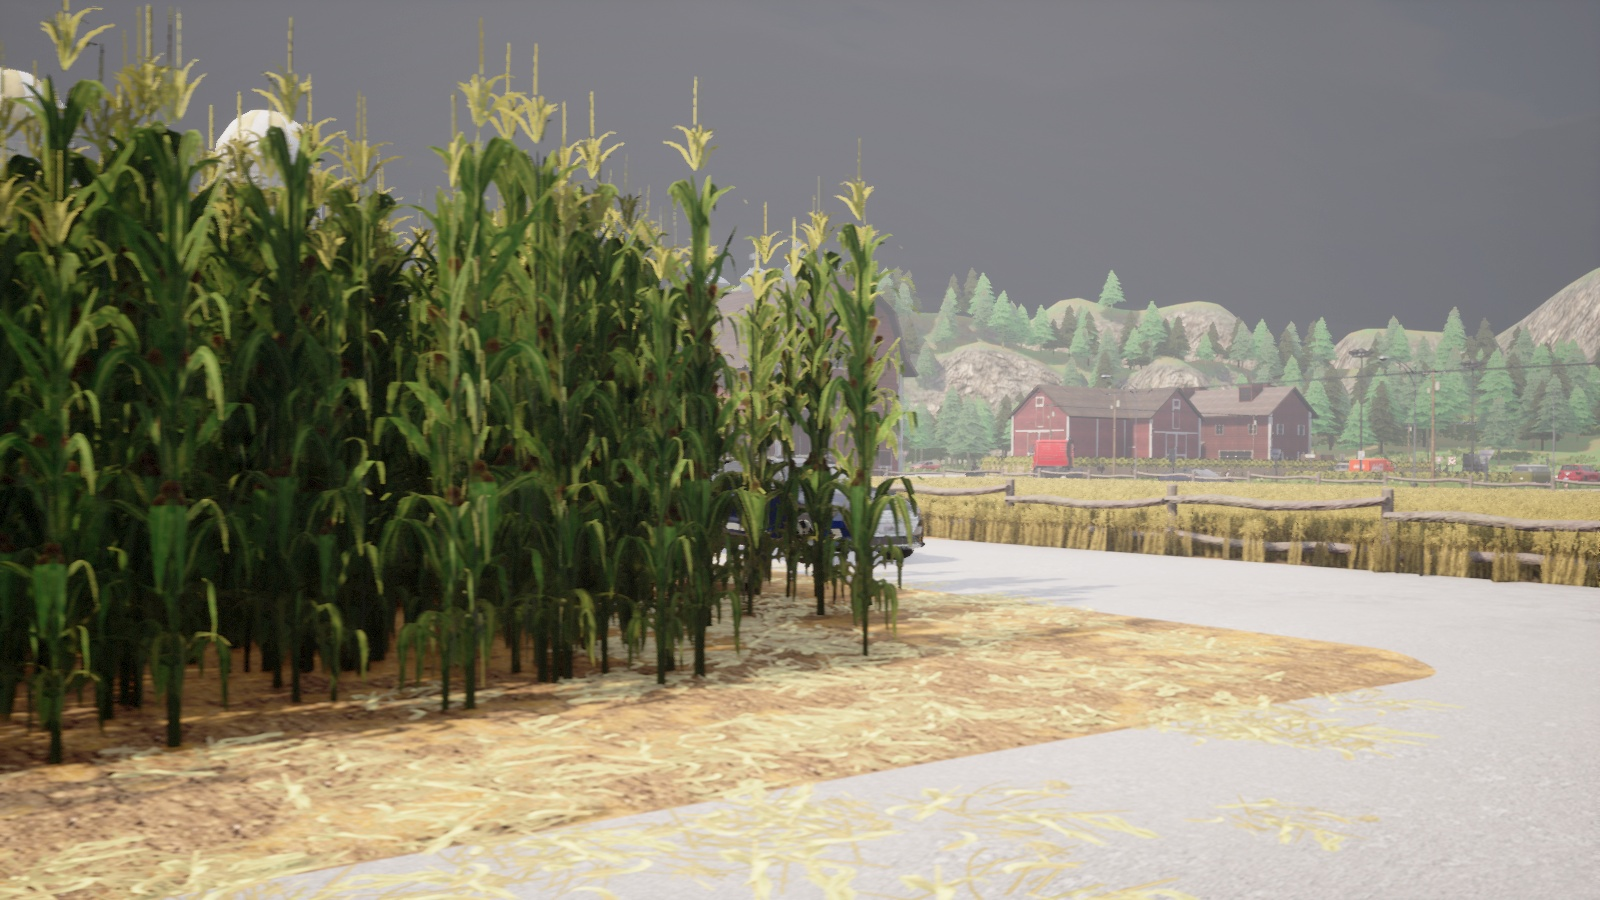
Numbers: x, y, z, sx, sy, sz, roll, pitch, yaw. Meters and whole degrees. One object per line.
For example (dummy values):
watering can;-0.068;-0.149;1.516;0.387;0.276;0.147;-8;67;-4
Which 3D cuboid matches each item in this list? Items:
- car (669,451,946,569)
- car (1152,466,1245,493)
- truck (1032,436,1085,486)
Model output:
car;-0.038;0.880;20.203;2.033;1.649;4.856;1;-1;-35
car;23.078;1.674;72.870;2.163;1.488;4.792;1;-1;-35
truck;18.582;0.782;90.740;2.891;3.462;7.936;0;0;5
